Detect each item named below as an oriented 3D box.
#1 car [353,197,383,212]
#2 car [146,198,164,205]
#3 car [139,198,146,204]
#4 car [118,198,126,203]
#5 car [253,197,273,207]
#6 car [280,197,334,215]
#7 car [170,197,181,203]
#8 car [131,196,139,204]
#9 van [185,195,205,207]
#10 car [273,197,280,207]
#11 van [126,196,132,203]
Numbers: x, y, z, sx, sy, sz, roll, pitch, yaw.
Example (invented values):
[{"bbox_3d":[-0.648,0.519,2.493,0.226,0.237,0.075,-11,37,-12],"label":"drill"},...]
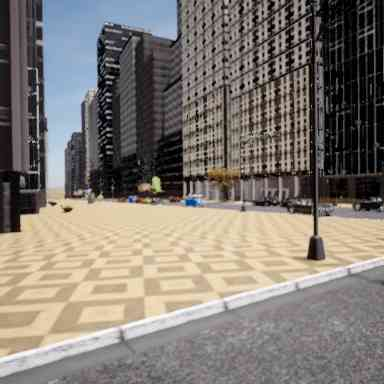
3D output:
[{"bbox_3d":[17.565,1.124,31.873,2.008,1.369,4.403,-2,0,-25],"label":"car"},{"bbox_3d":[-6.691,1.783,63.997,2.008,1.369,4.403,-2,0,-25],"label":"car"},{"bbox_3d":[-9.000,1.834,68.939,1.752,1.417,4.829,-2,0,-25],"label":"car"},{"bbox_3d":[-18.593,2.175,89.476,1.887,1.381,4.507,-2,0,-25],"label":"car"},{"bbox_3d":[10.423,1.357,47.161,1.947,1.339,4.313,-2,0,-25],"label":"car"},{"bbox_3d":[9.974,1.263,28.324,2.008,1.369,4.403,-2,0,-25],"label":"car"},{"bbox_3d":[-3.860,1.833,77.738,1.802,1.307,4.206,-2,0,-25],"label":"car"},{"bbox_3d":[-11.452,1.935,74.189,1.887,1.381,4.507,-2,0,-25],"label":"car"},{"bbox_3d":[0.444,1.345,48.709,1.690,1.788,3.998,-2,0,-25],"label":"van"},{"bbox_3d":[12.804,1.283,42.065,1.947,1.339,4.313,-2,0,-25],"label":"car"},{"bbox_3d":[-13.839,1.811,79.284,1.690,1.788,3.998,-2,0,-25],"label":"van"}]
